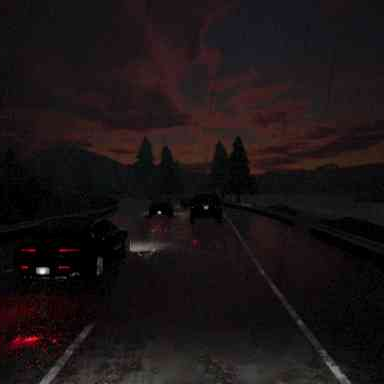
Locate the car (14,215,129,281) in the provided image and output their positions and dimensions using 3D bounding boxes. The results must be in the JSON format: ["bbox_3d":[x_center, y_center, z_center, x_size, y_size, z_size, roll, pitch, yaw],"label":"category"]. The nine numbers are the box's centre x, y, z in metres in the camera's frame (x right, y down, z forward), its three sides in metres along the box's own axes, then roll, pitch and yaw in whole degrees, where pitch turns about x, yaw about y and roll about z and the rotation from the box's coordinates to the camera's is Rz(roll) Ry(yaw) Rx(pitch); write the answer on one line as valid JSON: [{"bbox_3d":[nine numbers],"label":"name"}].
[{"bbox_3d":[-3.138,1.440,9.616,1.837,1.490,4.892,0,0,2],"label":"car"}]

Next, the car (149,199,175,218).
[{"bbox_3d":[-2.567,1.323,28.148,1.837,1.490,4.892,0,0,-1],"label":"car"}]

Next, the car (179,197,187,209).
[{"bbox_3d":[-0.416,1.282,41.494,2.033,1.411,5.357,0,0,-10],"label":"car"}]

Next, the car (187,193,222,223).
[{"bbox_3d":[0.953,1.069,24.283,2.150,2.045,5.566,0,1,1],"label":"car"}]
